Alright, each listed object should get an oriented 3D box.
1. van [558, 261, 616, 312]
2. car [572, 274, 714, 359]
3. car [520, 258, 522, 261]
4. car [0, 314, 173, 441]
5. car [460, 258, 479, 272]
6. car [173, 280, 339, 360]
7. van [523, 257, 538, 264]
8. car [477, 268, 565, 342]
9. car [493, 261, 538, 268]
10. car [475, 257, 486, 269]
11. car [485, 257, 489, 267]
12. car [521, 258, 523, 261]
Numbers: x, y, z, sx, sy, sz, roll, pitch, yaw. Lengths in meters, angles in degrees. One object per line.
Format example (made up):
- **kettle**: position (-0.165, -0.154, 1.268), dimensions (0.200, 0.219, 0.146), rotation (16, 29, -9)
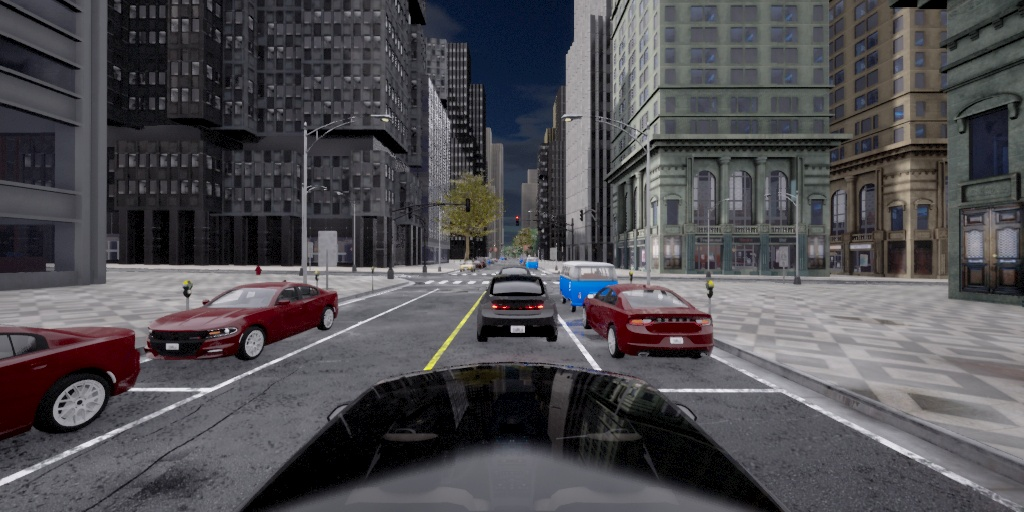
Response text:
- **van**: position (2.803, 1.093, 13.823), dimensions (1.690, 1.789, 3.998), rotation (0, 0, 0)
- **car**: position (2.790, 1.296, 8.298), dimensions (1.888, 1.381, 4.507), rotation (0, 0, 0)
- **car**: position (2.897, 1.331, 62.633), dimensions (1.888, 1.381, 4.507), rotation (0, 0, 0)
- **car**: position (-5.776, 1.295, 2.810), dimensions (1.888, 1.381, 4.507), rotation (0, 0, 0)
- **car**: position (-5.670, 1.296, 46.258), dimensions (1.751, 1.417, 4.829), rotation (0, 0, 0)
- **car**: position (-5.765, 1.296, 8.335), dimensions (1.888, 1.381, 4.507), rotation (0, 0, 0)
- **van**: position (2.874, 1.116, 51.807), dimensions (1.690, 1.789, 3.998), rotation (0, 0, 0)
- **car**: position (0.119, 1.256, 9.774), dimensions (1.837, 1.490, 4.892), rotation (0, 0, 0)
- **car**: position (0.134, 1.231, 18.950), dimensions (1.882, 1.535, 5.008), rotation (0, 0, 0)
- **car**: position (-5.640, 1.325, 57.008), dimensions (1.888, 1.381, 4.507), rotation (0, 0, 0)
- **car**: position (-5.628, 1.100, 62.297), dimensions (2.192, 1.841, 5.009), rotation (0, 0, 0)
- **car**: position (2.886, 1.346, 57.220), dimensions (1.948, 1.339, 4.313), rotation (0, 0, 0)
